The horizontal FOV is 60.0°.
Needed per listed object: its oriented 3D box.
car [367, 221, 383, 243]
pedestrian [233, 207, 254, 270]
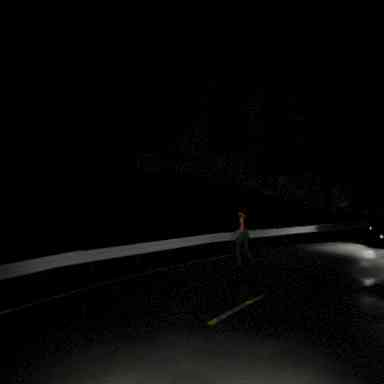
[{"bbox_3d":[9.868,1.547,14.721,4.674,1.442,1.812,0,0,-27],"label":"car"},{"bbox_3d":[1.501,1.307,9.803,0.375,1.860,0.375,0,0,-43],"label":"pedestrian"}]
